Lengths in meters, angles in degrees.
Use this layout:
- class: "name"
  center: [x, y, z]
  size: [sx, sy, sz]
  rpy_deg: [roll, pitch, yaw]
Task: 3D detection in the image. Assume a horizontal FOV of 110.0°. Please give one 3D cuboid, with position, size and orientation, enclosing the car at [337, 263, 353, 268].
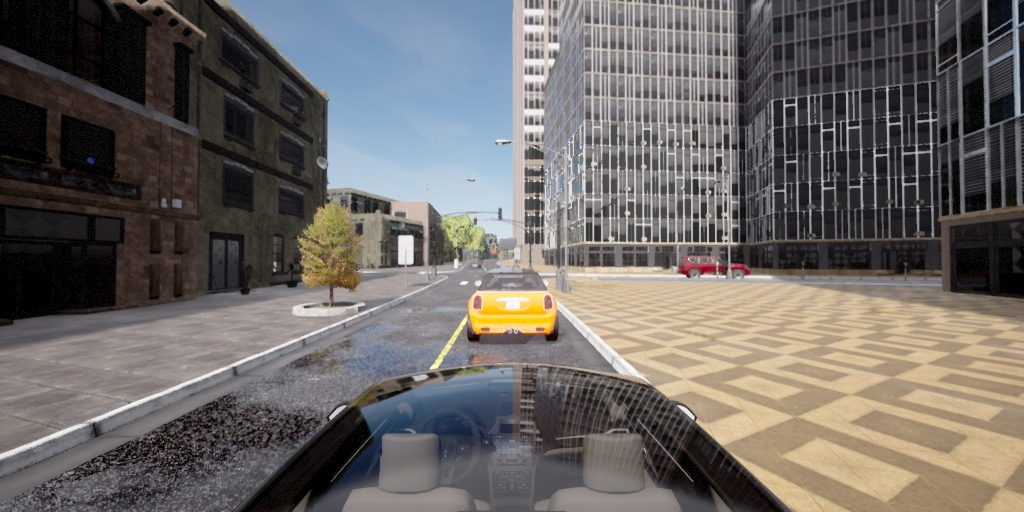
- class: "car"
  center: [-20.589, 1.296, 40.142]
  size: [4.313, 1.339, 1.948]
  rpy_deg: [0, 0, 18]

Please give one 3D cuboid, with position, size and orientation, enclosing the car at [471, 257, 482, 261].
- class: "car"
  center: [-5.760, 1.258, 56.208]
  size: [1.812, 1.442, 4.674]
  rpy_deg: [0, 0, -6]

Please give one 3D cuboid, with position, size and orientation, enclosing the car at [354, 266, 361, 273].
- class: "car"
  center: [-20.473, 1.372, 42.707]
  size: [4.718, 1.301, 1.895]
  rpy_deg: [0, -1, 18]

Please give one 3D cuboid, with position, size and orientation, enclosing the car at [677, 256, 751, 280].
- class: "car"
  center: [15.742, 0.923, 28.258]
  size: [5.009, 1.841, 2.192]
  rpy_deg: [0, 0, 18]

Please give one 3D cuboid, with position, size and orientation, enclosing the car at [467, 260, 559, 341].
- class: "car"
  center: [0.003, 1.100, 10.002]
  size: [2.097, 1.767, 4.553]
  rpy_deg: [0, 0, 0]
